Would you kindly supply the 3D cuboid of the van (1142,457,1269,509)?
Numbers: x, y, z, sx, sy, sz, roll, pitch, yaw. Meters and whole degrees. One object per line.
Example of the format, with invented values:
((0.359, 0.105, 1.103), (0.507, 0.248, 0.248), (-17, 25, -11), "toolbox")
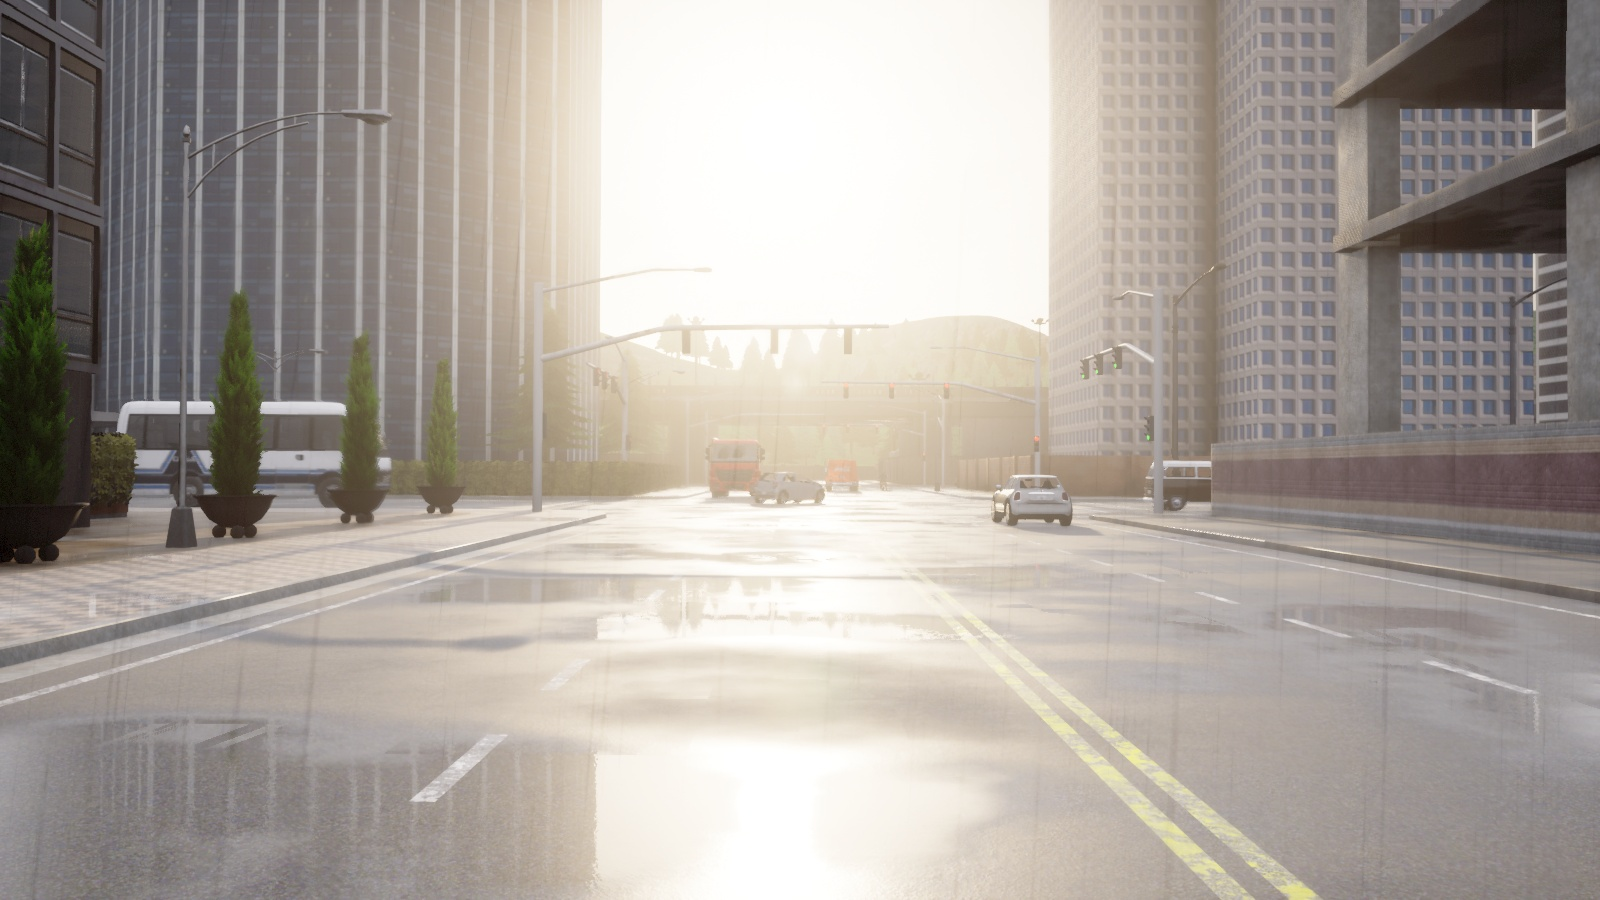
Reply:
((16.401, 1.326, 50.934), (4.480, 2.038, 2.069), (0, -1, 0), "van")

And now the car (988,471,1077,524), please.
((6.904, 1.383, 37.640), (1.970, 1.475, 3.806), (0, -1, 0), "car")

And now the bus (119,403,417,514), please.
((-21.116, 0.367, 50.400), (10.273, 4.253, 3.944), (0, -1, -1), "bus")

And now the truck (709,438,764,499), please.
((-3.695, 1.100, 74.778), (2.891, 3.462, 7.936), (0, -1, 0), "truck")

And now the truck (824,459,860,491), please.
((3.248, 1.956, 97.989), (2.627, 2.467, 5.204), (0, -1, 0), "truck")

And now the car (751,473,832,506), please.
((-0.367, 1.823, 59.301), (1.845, 1.501, 3.633), (-1, -1, 43), "car")
